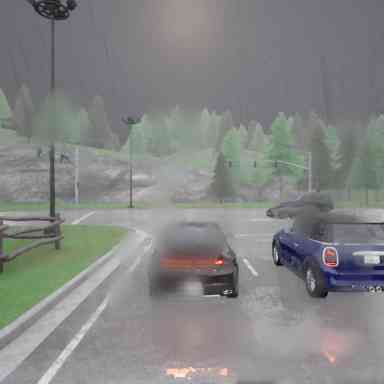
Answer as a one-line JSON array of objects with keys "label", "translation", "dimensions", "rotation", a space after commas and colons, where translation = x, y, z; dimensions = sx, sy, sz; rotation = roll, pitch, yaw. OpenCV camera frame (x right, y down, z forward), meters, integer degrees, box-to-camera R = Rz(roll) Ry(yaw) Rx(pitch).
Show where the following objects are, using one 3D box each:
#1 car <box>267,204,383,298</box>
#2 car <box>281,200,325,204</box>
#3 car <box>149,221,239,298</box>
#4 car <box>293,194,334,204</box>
[{"label": "car", "translation": [3.552, 1.352, 8.667], "dimensions": [2.097, 1.767, 4.553], "rotation": [0, 0, 0]}, {"label": "car", "translation": [8.329, 1.564, 27.489], "dimensions": [4.181, 1.385, 1.994], "rotation": [0, 0, -8]}, {"label": "car", "translation": [0.051, 1.505, 8.502], "dimensions": [1.837, 1.490, 4.892], "rotation": [0, 0, 0]}, {"label": "car", "translation": [12.080, 1.222, 35.048], "dimensions": [5.566, 2.045, 2.150], "rotation": [0, 0, -6]}]
